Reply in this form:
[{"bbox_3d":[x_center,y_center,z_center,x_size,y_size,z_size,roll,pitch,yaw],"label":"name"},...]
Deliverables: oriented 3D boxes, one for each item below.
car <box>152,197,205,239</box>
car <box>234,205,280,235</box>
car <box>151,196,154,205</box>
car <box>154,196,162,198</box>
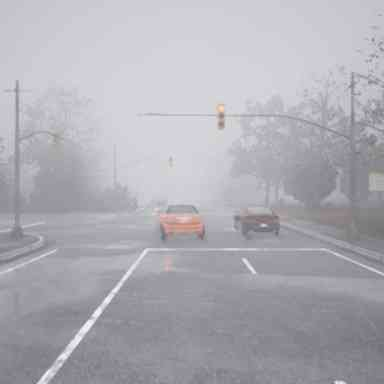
[{"bbox_3d":[-0.756,1.361,17.491,2.097,1.767,4.553,0,0,-10],"label":"car"},{"bbox_3d":[3.559,1.487,18.957,1.882,1.535,5.008,0,0,0],"label":"car"},{"bbox_3d":[-7.079,1.791,68.223,2.150,2.045,5.566,0,-1,-13],"label":"car"},{"bbox_3d":[-4.773,1.734,52.890,1.837,1.490,4.892,0,-1,-6],"label":"car"}]
